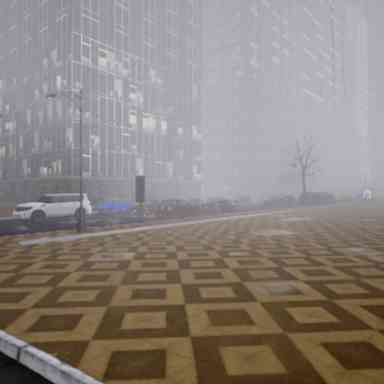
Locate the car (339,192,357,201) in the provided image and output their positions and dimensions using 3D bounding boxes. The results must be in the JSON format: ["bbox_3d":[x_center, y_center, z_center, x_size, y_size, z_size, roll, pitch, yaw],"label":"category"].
[{"bbox_3d":[28.549,1.010,61.831,1.752,1.417,4.829,1,1,40],"label":"car"}]

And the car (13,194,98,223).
[{"bbox_3d":[-10.367,1.154,25.170,2.150,2.045,5.566,0,0,40],"label":"car"}]

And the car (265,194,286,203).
[{"bbox_3d":[14.690,1.148,58.505,1.947,1.339,4.313,1,1,40],"label":"car"}]

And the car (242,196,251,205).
[{"bbox_3d":[7.303,1.243,49.851,1.947,1.339,4.313,1,1,40],"label":"car"}]

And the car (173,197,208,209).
[{"bbox_3d":[-0.090,1.317,41.204,1.887,1.381,4.507,1,1,40],"label":"car"}]

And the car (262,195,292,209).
[{"bbox_3d":[9.972,1.306,40.069,1.802,1.307,4.206,1,1,40],"label":"car"}]

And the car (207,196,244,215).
[{"bbox_3d":[2.636,1.386,31.373,1.947,1.339,4.313,1,1,40],"label":"car"}]

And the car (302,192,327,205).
[{"bbox_3d":[17.359,0.944,48.719,2.192,1.841,5.009,1,1,40],"label":"car"}]

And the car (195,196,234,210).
[{"bbox_3d":[2.817,1.308,40.600,2.033,1.411,5.357,0,0,41],"label":"car"}]

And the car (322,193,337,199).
[{"bbox_3d":[33.158,0.910,80.140,1.947,1.339,4.313,1,1,40],"label":"car"}]

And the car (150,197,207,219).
[{"bbox_3d":[-1.015,1.308,27.009,1.967,1.590,4.097,1,1,40],"label":"car"}]

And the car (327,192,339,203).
[{"bbox_3d":[21.052,0.896,53.045,2.192,1.841,5.009,1,1,40],"label":"car"}]

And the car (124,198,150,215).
[{"bbox_3d":[-3.929,1.449,32.708,1.895,1.301,4.718,0,0,41],"label":"car"}]

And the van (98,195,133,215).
[{"bbox_3d":[-7.561,1.210,32.622,1.690,1.788,3.998,1,1,40],"label":"van"}]

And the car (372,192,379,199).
[{"bbox_3d":[43.238,0.752,79.573,1.801,1.575,5.366,0,0,40],"label":"car"}]

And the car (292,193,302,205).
[{"bbox_3d":[14.000,1.173,48.783,1.812,1.442,4.674,0,0,41],"label":"car"}]

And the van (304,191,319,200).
[{"bbox_3d":[25.771,0.780,71.482,1.690,1.788,3.998,1,1,40],"label":"van"}]

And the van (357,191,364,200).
[{"bbox_3d":[35.826,0.732,70.353,1.690,1.788,3.998,1,1,40],"label":"van"}]
